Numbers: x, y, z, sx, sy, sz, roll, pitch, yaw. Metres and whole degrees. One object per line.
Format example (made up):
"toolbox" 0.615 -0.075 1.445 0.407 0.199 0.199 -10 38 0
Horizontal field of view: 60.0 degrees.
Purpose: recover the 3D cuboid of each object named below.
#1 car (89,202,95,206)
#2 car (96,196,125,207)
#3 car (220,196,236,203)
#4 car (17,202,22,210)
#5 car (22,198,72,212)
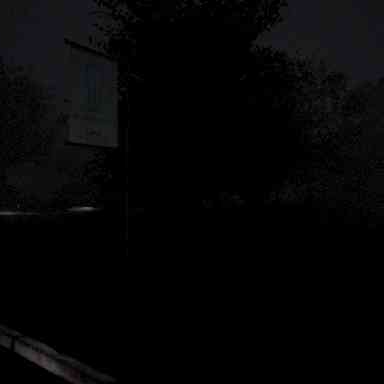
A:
"car" -12.508 1.508 49.342 2.033 1.411 5.357 0 0 38
"car" -10.185 1.185 46.638 2.150 2.045 5.566 0 0 38
"car" 6.998 1.377 64.436 1.994 1.385 4.181 0 0 32
"car" -18.964 1.484 41.176 2.128 1.511 4.902 0 0 39
"car" -16.501 1.470 38.652 1.882 1.535 5.008 0 0 39
